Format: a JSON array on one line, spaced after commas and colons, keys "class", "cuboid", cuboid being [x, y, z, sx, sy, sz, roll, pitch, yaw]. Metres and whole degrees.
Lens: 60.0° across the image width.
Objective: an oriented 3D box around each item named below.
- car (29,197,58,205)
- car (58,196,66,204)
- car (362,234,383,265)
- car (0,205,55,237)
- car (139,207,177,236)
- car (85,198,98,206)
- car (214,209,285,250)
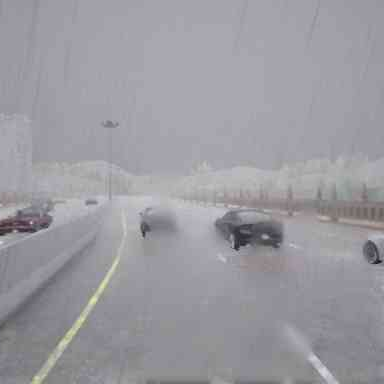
[{"class": "car", "cuboid": [-16.656, 1.453, 36.865, 2.097, 1.767, 4.553, 0, 0, -12]}, {"class": "car", "cuboid": [-26.587, 1.645, 66.867, 1.882, 1.535, 5.008, 0, 0, -12]}, {"class": "car", "cuboid": [6.499, 1.507, 8.713, 1.812, 1.442, 4.674, 0, 0, -5]}, {"class": "car", "cuboid": [-9.234, 1.656, 18.747, 1.895, 1.301, 4.718, 0, 0, -11]}, {"class": "car", "cuboid": [-1.938, 1.551, 18.533, 1.812, 1.442, 4.674, 0, 0, -10]}, {"class": "car", "cuboid": [-17.747, 1.727, 58.934, 1.895, 1.301, 4.718, 0, 0, -12]}, {"class": "car", "cuboid": [2.281, 1.482, 14.443, 1.882, 1.535, 5.008, 0, 0, -8]}]
